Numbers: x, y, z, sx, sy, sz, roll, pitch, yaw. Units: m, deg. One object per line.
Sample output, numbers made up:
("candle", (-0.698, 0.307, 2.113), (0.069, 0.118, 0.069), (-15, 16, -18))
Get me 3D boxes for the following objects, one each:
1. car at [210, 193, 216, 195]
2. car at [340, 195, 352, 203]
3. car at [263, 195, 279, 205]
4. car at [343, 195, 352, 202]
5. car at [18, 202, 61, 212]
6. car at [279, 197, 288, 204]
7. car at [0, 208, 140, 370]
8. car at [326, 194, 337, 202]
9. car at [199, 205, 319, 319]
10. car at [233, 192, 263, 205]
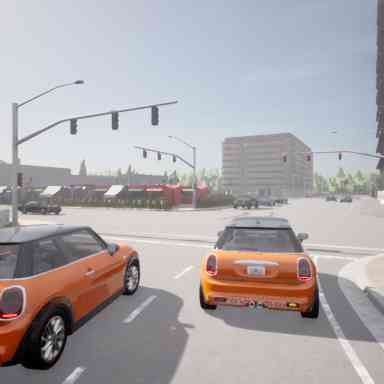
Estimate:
("car", (4.794, 1.209, 86.873), (4.605, 1.855, 1.932), (0, 0, 28))
("car", (31.886, 1.595, 68.980), (1.895, 1.301, 4.718), (0, 0, 27))
("car", (11.887, 1.352, 53.336), (2.097, 1.767, 4.553), (0, 0, 27))
("car", (36.450, 1.500, 77.816), (1.837, 1.490, 4.892), (0, 0, 27))
("car", (-15.694, 1.656, 34.351), (4.718, 1.301, 1.895), (0, 0, 28))
("car", (16.503, 1.601, 62.183), (1.895, 1.301, 4.718), (0, 0, 28))
("car", (-2.517, 1.352, 6.008), (2.097, 1.767, 4.553), (0, 0, 9))
("car", (33.309, 1.355, 79.361), (2.097, 1.767, 4.553), (0, 0, 27))
("car", (1.594, 1.352, 7.730), (2.097, 1.767, 4.553), (0, 0, 14))
("car", (7.304, 1.221, 44.482), (2.150, 2.045, 5.566), (0, 0, 27))
